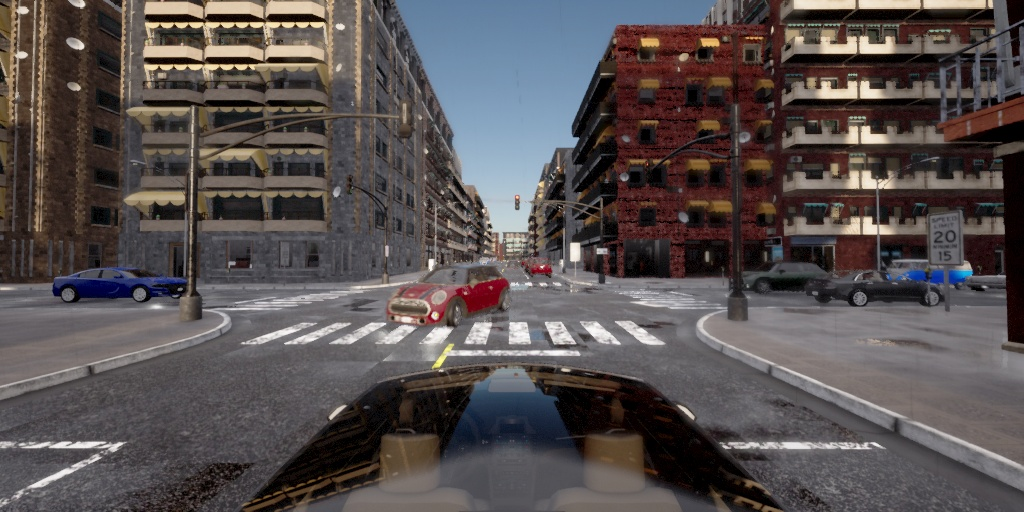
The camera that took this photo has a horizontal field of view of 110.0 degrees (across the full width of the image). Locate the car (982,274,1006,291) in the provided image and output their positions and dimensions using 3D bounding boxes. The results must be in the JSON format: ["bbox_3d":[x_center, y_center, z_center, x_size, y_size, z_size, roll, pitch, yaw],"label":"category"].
[{"bbox_3d":[27.323,1.319,19.052,4.718,1.301,1.895,0,-1,0],"label":"car"}]

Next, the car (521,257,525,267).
[{"bbox_3d":[2.647,1.086,45.120,2.192,1.841,5.009,0,0,0],"label":"car"}]

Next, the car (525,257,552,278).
[{"bbox_3d":[2.626,1.077,33.997,2.192,1.841,5.009,0,0,0],"label":"car"}]

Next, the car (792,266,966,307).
[{"bbox_3d":[13.767,1.185,13.683,4.403,1.370,2.007,0,0,0],"label":"car"}]

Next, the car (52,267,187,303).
[{"bbox_3d":[-17.587,1.254,16.304,5.008,1.535,1.882,0,-1,0],"label":"car"}]

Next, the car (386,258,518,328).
[{"bbox_3d":[-1.825,1.070,11.519,2.097,1.767,4.553,0,1,26],"label":"car"}]

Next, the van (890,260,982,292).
[{"bbox_3d":[24.939,1.115,21.515,3.998,1.789,1.690,0,0,0],"label":"van"}]

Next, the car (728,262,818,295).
[{"bbox_3d":[14.117,1.100,19.114,4.553,1.767,2.097,0,-1,0],"label":"car"}]

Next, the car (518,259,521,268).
[{"bbox_3d":[0.214,1.314,63.522,2.128,1.511,4.902,0,0,0],"label":"car"}]
